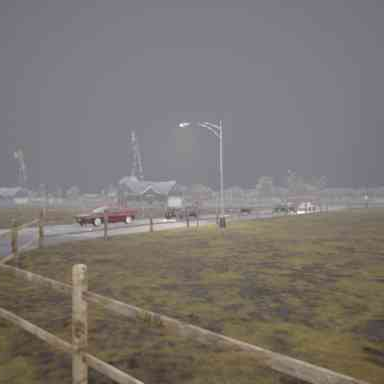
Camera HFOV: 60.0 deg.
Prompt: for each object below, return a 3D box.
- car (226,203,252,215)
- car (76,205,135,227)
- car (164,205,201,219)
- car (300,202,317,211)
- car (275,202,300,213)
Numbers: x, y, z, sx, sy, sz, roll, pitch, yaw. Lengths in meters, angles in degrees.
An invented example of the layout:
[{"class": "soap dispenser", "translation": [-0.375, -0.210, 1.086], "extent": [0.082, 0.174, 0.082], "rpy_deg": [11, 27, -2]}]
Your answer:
[{"class": "car", "translation": [6.272, 2.193, 44.185], "extent": [2.128, 1.511, 4.902], "rpy_deg": [-2, -2, 36]}, {"class": "car", "translation": [-6.676, 1.803, 26.105], "extent": [1.882, 1.535, 5.008], "rpy_deg": [-2, -2, 36]}, {"class": "car", "translation": [-0.929, 2.053, 34.124], "extent": [1.994, 1.385, 4.181], "rpy_deg": [-2, -2, 36]}, {"class": "car", "translation": [19.484, 2.449, 56.304], "extent": [1.812, 1.442, 4.674], "rpy_deg": [-2, -2, 36]}, {"class": "car", "translation": [13.466, 2.237, 47.900], "extent": [1.837, 1.490, 4.892], "rpy_deg": [-2, -2, 36]}]
